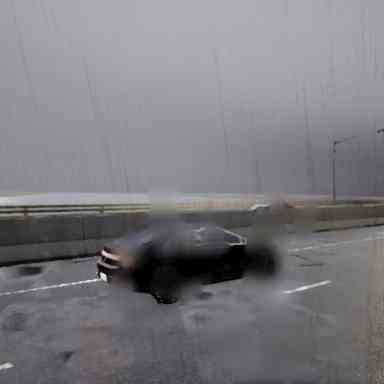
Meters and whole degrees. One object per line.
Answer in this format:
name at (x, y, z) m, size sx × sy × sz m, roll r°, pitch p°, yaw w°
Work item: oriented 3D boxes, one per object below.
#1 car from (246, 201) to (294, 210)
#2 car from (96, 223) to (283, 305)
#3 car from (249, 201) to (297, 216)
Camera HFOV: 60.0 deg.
car at (5.140, 1.645, 24.803) m, size 4.674 × 1.442 × 1.812 m, roll 0°, pitch 0°, yaw -35°
car at (0.180, 1.524, 8.170) m, size 4.902 × 1.511 × 2.128 m, roll 0°, pitch 0°, yaw -36°
car at (8.837, 1.726, 35.941) m, size 5.357 × 1.411 × 2.033 m, roll 0°, pitch 0°, yaw -35°
